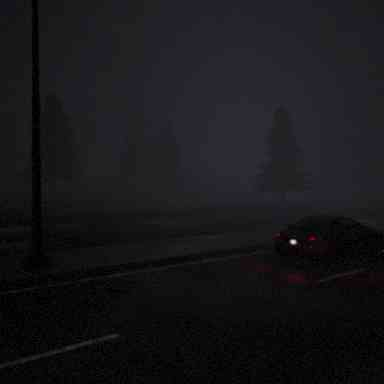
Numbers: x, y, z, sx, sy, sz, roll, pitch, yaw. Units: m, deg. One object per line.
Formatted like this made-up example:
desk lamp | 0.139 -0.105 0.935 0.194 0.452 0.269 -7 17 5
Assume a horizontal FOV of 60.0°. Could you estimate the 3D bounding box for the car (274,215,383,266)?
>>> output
car | 4.734 1.485 11.296 4.181 1.385 1.994 -1 0 -35
